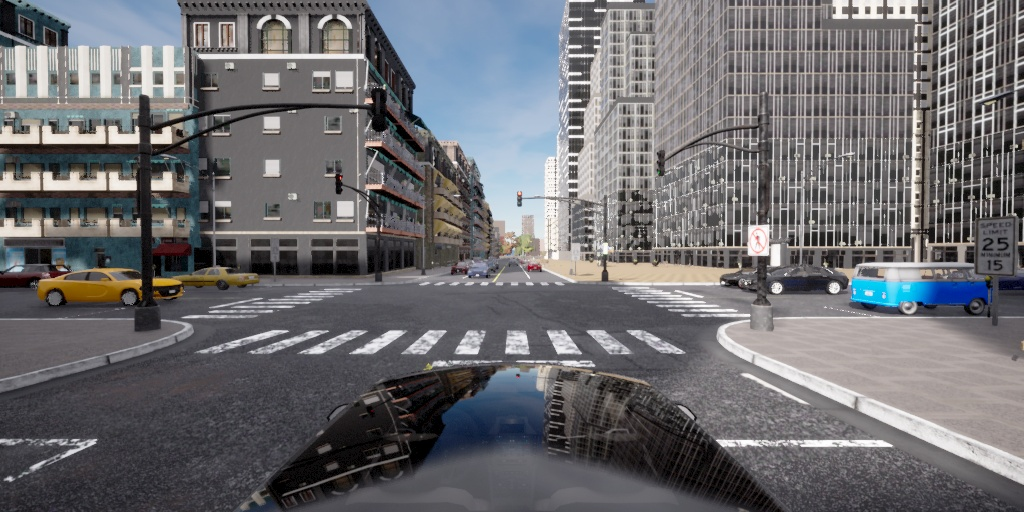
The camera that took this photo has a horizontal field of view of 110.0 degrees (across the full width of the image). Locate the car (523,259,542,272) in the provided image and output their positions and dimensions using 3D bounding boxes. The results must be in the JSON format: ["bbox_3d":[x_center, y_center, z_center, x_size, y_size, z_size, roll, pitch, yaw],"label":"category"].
[{"bbox_3d":[2.782,1.290,45.091,1.888,1.381,4.507,0,0,0],"label":"car"}]

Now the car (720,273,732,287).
[{"bbox_3d":[14.732,1.216,21.320,4.313,1.339,1.948,0,0,0],"label":"car"}]

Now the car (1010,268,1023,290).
[{"bbox_3d":[24.713,1.196,18.703,4.674,1.442,1.812,0,1,0],"label":"car"}]

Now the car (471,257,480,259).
[{"bbox_3d":[-5.566,1.184,45.058,1.967,1.591,4.097,0,0,0],"label":"car"}]

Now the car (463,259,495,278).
[{"bbox_3d":[-3.007,1.292,33.958,2.033,1.411,5.357,0,0,0],"label":"car"}]

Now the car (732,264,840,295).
[{"bbox_3d":[14.641,1.194,18.718,4.892,1.490,1.837,0,1,0],"label":"car"}]

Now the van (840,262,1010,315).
[{"bbox_3d":[14.721,1.117,12.939,3.998,1.789,1.690,0,0,0],"label":"van"}]

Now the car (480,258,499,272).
[{"bbox_3d":[-2.975,1.309,43.991,1.994,1.385,4.181,0,0,0],"label":"car"}]

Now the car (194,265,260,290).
[{"bbox_3d":[-17.826,1.247,21.361,4.829,1.417,1.751,0,0,0],"label":"car"}]

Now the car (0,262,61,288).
[{"bbox_3d":[-28.724,1.190,21.375,4.097,1.591,1.967,0,0,0],"label":"car"}]

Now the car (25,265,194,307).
[{"bbox_3d":[-17.247,1.285,15.557,5.008,1.535,1.882,0,1,0],"label":"car"}]

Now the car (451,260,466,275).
[{"bbox_3d":[-5.582,1.290,39.409,1.888,1.381,4.507,0,0,0],"label":"car"}]
